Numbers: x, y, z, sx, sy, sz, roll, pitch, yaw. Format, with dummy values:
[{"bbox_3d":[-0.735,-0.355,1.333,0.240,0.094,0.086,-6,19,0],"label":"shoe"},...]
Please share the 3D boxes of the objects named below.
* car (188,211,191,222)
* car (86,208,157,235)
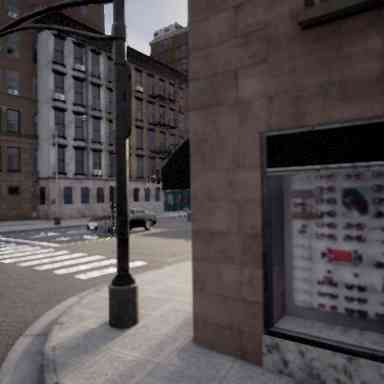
[{"bbox_3d":[1.571,1.762,28.723,1.882,1.535,5.008,-1,-1,35],"label":"car"},{"bbox_3d":[-4.229,1.729,20.548,2.128,1.511,4.902,-1,-1,34],"label":"car"}]
